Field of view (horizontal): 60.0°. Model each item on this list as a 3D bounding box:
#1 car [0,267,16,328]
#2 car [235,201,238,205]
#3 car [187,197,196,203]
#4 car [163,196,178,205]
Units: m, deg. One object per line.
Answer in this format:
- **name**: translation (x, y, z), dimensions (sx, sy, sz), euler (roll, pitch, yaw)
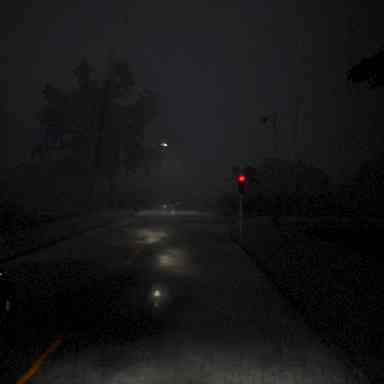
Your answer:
- **car**: translation (-4.088, 1.573, 4.129), dimensions (1.994, 1.385, 4.181), euler (0, 0, 0)
- **car**: translation (8.869, 1.460, 47.750), dimensions (5.357, 1.415, 2.033), euler (0, 0, 3)
- **car**: translation (-0.022, 1.610, 69.175), dimensions (1.895, 1.301, 4.718), euler (0, 0, 0)
- **car**: translation (-4.056, 1.636, 60.795), dimensions (1.837, 1.490, 4.892), euler (0, 0, 1)
